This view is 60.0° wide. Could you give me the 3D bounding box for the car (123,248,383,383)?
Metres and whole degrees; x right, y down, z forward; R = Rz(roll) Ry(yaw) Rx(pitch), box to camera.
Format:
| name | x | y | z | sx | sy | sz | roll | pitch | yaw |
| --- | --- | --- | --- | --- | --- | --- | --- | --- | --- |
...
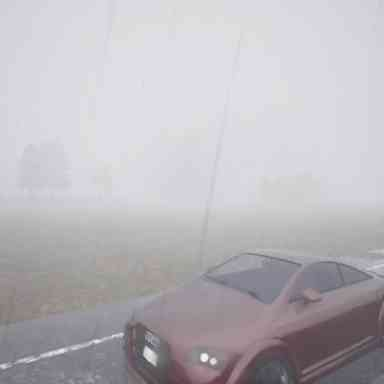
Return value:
| name | x | y | z | sx | sy | sz | roll | pitch | yaw |
| --- | --- | --- | --- | --- | --- | --- | --- | --- | --- |
| car | 1.177 | 1.567 | 4.713 | 4.181 | 1.385 | 1.994 | 0 | 0 | -36 |
